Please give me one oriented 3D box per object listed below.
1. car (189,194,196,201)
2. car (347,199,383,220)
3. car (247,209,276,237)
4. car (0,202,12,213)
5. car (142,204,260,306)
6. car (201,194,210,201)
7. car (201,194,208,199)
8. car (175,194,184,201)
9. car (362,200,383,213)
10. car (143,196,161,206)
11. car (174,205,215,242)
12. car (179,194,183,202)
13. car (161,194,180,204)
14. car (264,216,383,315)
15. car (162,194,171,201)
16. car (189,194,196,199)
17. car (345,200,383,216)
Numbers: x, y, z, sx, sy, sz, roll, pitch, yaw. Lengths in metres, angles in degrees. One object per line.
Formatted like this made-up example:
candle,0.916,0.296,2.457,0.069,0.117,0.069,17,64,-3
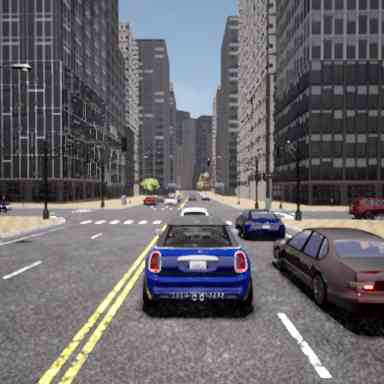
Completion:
car,0.128,1.412,79.623,2.033,1.411,5.357,0,0,0
car,16.247,1.503,28.807,5.009,1.841,2.192,1,0,1
car,3.375,1.545,17.057,1.994,1.385,4.181,0,0,0
car,-20.026,1.310,32.051,4.902,1.511,2.128,1,1,1
car,0.113,1.343,8.158,2.097,1.767,4.553,0,0,0
car,3.379,1.467,80.062,1.895,1.301,4.718,0,0,0
car,3.394,1.214,90.034,1.812,1.442,4.674,0,0,0
car,-3.118,1.341,82.772,1.882,1.535,5.008,0,0,0
car,21.869,1.621,37.085,4.829,1.417,1.752,1,0,1
car,-6.503,1.409,52.059,1.882,1.535,5.008,0,0,0
car,0.127,1.507,17.015,1.812,1.442,4.674,0,0,0
car,-3.159,1.452,67.209,2.033,1.411,5.357,0,0,1
car,-3.255,1.458,51.695,1.812,1.442,4.674,0,0,0
car,3.362,1.539,7.817,2.033,1.411,5.357,0,0,0
car,-6.368,1.339,83.194,1.882,1.535,5.008,0,0,0
car,0.144,1.214,90.040,1.812,1.442,4.674,0,0,0
car,18.751,1.617,34.544,4.892,1.490,1.837,0,1,1
